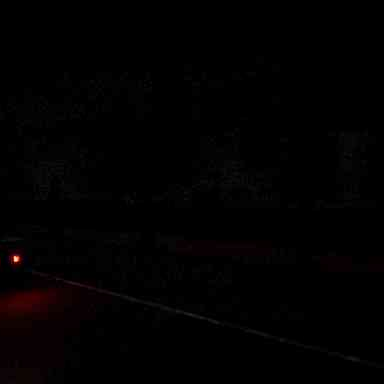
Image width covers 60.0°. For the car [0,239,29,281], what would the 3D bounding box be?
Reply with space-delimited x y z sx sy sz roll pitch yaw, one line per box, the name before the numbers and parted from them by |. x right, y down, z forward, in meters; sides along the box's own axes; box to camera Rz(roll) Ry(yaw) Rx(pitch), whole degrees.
car | -6.222 1.551 8.424 4.718 1.301 1.895 0 0 36
